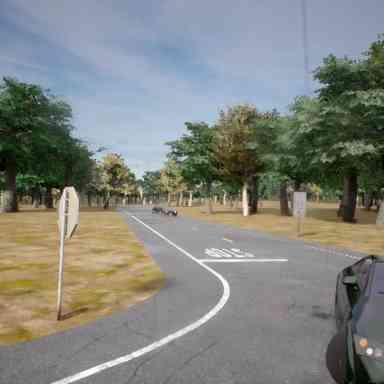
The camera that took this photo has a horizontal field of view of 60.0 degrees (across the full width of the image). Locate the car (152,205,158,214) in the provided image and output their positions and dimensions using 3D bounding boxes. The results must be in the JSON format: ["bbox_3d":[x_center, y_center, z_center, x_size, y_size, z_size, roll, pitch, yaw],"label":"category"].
[{"bbox_3d":[-5.662,2.962,56.886,1.882,1.535,5.008,3,-2,-14],"label":"car"}]

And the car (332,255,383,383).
[{"bbox_3d":[3.110,1.643,4.624,1.994,1.385,4.181,1,-1,22],"label":"car"}]

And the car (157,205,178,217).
[{"bbox_3d":[-3.419,2.851,48.036,1.895,1.301,4.718,3,-2,-13],"label":"car"}]
